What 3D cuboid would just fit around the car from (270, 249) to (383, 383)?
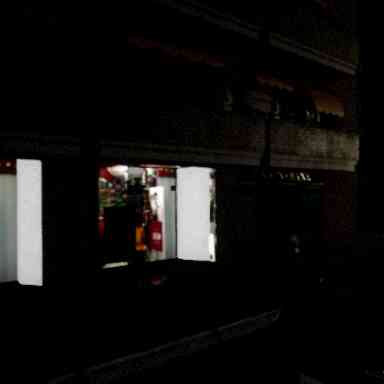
[{"bbox_3d":[2.971,1.538,4.542,4.313,1.339,1.947,0,0,-35],"label":"car"}]
